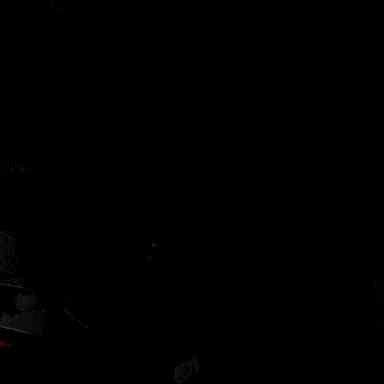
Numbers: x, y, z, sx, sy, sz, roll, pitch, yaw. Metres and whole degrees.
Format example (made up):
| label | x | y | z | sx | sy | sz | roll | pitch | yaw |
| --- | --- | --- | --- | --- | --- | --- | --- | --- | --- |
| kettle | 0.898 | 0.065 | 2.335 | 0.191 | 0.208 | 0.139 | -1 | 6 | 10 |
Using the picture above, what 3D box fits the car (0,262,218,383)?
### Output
| label | x | y | z | sx | sy | sz | roll | pitch | yaw |
| --- | --- | --- | --- | --- | --- | --- | --- | --- | --- |
| car | -1.727 | 1.566 | 4.051 | 4.313 | 1.339 | 1.947 | 0 | 0 | 36 |
